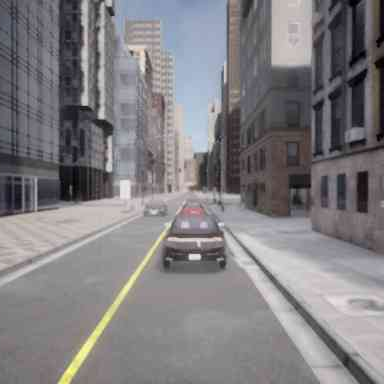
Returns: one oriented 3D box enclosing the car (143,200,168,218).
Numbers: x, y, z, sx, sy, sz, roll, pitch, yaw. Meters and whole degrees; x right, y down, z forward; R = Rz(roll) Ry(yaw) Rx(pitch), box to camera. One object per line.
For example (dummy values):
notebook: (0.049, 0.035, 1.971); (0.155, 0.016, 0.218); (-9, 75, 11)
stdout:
car: (-3.082, 1.408, 29.137); (1.812, 1.442, 4.674); (0, 0, 0)

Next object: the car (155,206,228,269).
car: (0.082, 1.444, 10.940); (2.128, 1.511, 4.902); (0, 0, 0)

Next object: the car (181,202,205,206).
car: (0.091, 1.455, 26.643); (1.994, 1.385, 4.181); (0, 0, 0)
